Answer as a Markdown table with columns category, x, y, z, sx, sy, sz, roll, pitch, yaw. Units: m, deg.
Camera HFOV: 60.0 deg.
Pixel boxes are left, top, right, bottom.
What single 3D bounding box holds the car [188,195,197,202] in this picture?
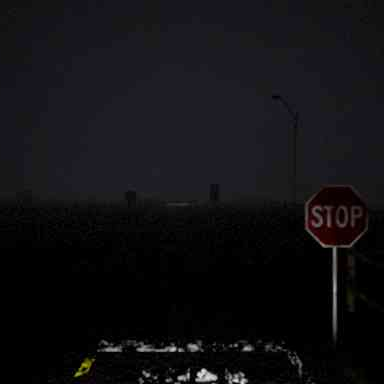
| category | x | y | z | sx | sy | sz | roll | pitch | yaw |
| --- | --- | --- | --- | --- | --- | --- | --- | --- | --- |
| car | 0.145 | 1.347 | 71.375 | 1.837 | 1.490 | 4.892 | 0 | 0 | 0 |

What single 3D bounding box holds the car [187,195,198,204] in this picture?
| category | x | y | z | sx | sy | sz | roll | pitch | yaw |
| --- | --- | --- | --- | --- | --- | --- | --- | --- | --- |
| car | 0.124 | 1.537 | 61.369 | 1.812 | 1.442 | 4.674 | 0 | 0 | 0 |

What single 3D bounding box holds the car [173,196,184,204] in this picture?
| category | x | y | z | sx | sy | sz | roll | pitch | yaw |
| --- | --- | --- | --- | --- | --- | --- | --- | --- | --- |
| car | -2.619 | 1.490 | 65.548 | 1.882 | 1.535 | 5.008 | 0 | 0 | 0 |
